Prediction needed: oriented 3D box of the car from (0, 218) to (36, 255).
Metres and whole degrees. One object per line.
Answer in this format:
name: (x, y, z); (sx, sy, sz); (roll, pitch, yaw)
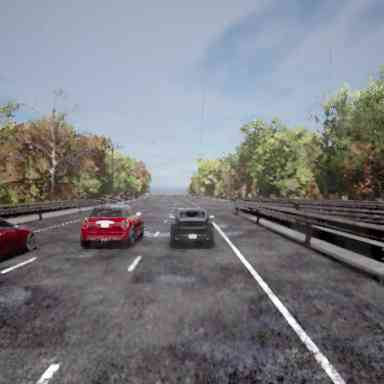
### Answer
car: (-6.957, 1.524, 10.982); (1.812, 1.442, 4.674); (0, 0, 0)

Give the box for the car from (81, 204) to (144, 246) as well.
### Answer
car: (-3.501, 1.349, 15.415); (2.097, 1.767, 4.553); (0, 0, -1)

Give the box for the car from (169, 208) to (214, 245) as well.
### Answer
car: (-0.001, 1.501, 15.521); (1.837, 1.490, 4.892); (0, 0, -1)
